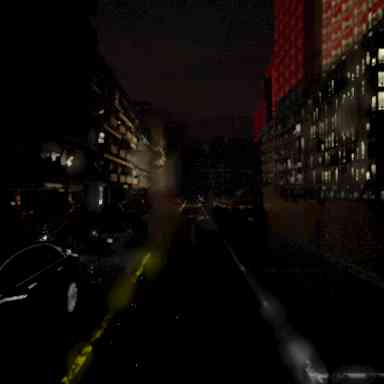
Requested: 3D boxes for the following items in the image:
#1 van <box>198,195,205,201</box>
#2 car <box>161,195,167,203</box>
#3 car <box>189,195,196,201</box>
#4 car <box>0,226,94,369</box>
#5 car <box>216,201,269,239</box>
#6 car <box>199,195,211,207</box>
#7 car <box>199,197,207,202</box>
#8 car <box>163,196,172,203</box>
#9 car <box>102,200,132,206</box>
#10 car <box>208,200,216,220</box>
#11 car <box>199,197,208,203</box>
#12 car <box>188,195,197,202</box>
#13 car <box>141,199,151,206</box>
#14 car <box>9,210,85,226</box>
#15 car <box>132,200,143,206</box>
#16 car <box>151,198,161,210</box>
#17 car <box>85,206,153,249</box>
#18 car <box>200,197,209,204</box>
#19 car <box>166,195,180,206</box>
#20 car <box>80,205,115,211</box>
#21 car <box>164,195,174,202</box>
[{"bbox_3d":[2.697,1.648,94.978,1.690,1.788,3.998,0,0,0],"label":"van"},{"bbox_3d":[-5.686,1.741,67.345,1.887,1.381,4.507,0,0,0],"label":"car"},{"bbox_3d":[0.015,1.650,88.536,1.837,1.490,4.892,0,0,0],"label":"car"},{"bbox_3d":[-3.093,1.516,4.705,1.837,1.490,4.892,0,0,0],"label":"car"},{"bbox_3d":[2.687,1.357,17.604,2.192,1.841,5.009,0,0,0],"label":"car"},{"bbox_3d":[2.362,1.651,53.761,1.837,1.490,4.892,0,0,0],"label":"car"},{"bbox_3d":[2.696,1.843,83.923,1.802,1.307,4.206,0,0,0],"label":"car"},{"bbox_3d":[-5.685,1.764,78.229,1.752,1.417,4.829,0,0,0],"label":"car"},{"bbox_3d":[-5.692,1.497,23.133,1.967,1.590,4.097,0,0,0],"label":"car"},{"bbox_3d":[2.689,1.616,28.658,1.887,1.381,4.507,0,0,0],"label":"car"},{"bbox_3d":[2.696,1.821,78.397,1.802,1.307,4.206,0,0,0],"label":"car"},{"bbox_3d":[0.010,1.558,73.256,1.812,1.442,4.674,0,0,0],"label":"car"},{"bbox_3d":[-5.691,1.527,34.186,1.967,1.590,4.097,0,0,0],"label":"car"},{"bbox_3d":[-5.693,1.579,12.079,2.008,1.369,4.403,0,0,0],"label":"car"},{"bbox_3d":[-5.691,1.654,28.659,1.802,1.307,4.206,0,0,0],"label":"car"},{"bbox_3d":[-5.688,1.644,45.069,1.752,1.417,4.829,0,0,0],"label":"car"},{"bbox_3d":[-3.069,1.560,14.825,1.812,1.442,4.674,0,0,0],"label":"car"},{"bbox_3d":[2.695,1.743,73.041,1.752,1.417,4.829,0,0,0],"label":"car"},{"bbox_3d":[-3.047,1.688,58.079,1.812,1.442,4.674,0,0,1],"label":"car"},{"bbox_3d":[-5.692,1.587,17.605,1.887,1.381,4.507,0,0,0],"label":"car"},{"bbox_3d":[-5.686,1.576,83.926,2.192,1.841,5.009,0,0,0],"label":"car"}]
